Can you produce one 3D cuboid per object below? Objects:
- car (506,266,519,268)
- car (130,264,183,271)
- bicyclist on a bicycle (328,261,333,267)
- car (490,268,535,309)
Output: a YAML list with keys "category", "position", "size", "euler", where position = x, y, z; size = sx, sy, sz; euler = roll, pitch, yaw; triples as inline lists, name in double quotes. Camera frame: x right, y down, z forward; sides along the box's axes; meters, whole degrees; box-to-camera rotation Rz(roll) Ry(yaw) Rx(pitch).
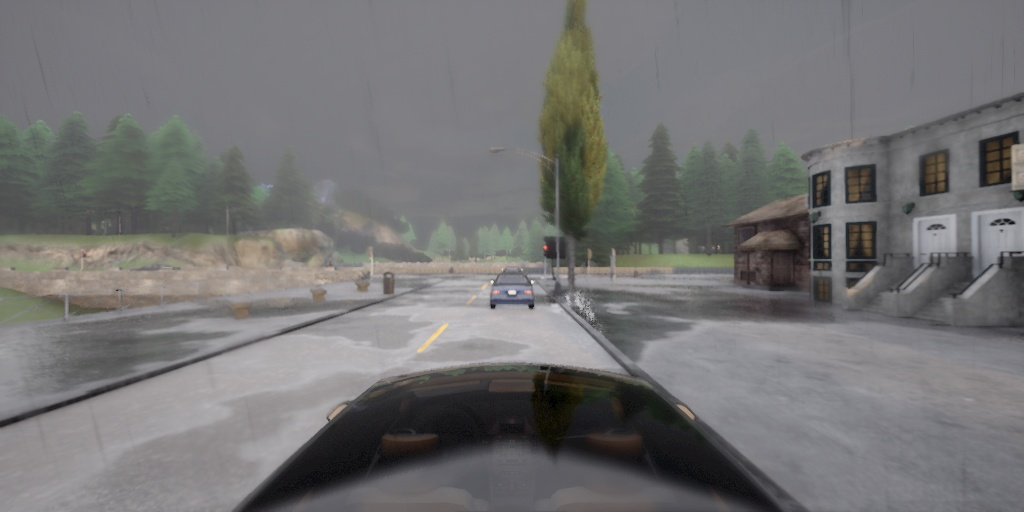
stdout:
- category: "car"
  position: [0.030, 1.588, 31.148]
  size: [1.994, 1.385, 4.181]
  euler: [0, -1, 1]
- category: "car"
  position: [-43.694, 1.692, 44.113]
  size: [5.357, 1.411, 2.033]
  euler: [0, -1, 0]
- category: "bicyclist on a bicycle"
  position: [-24.490, 1.534, 48.395]
  size: [0.582, 1.620, 1.656]
  euler: [0, 0, 0]
- category: "car"
  position: [0.006, 1.429, 15.835]
  size: [2.033, 1.411, 5.357]
  euler: [0, -1, 0]
